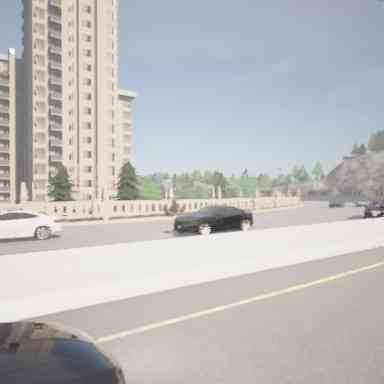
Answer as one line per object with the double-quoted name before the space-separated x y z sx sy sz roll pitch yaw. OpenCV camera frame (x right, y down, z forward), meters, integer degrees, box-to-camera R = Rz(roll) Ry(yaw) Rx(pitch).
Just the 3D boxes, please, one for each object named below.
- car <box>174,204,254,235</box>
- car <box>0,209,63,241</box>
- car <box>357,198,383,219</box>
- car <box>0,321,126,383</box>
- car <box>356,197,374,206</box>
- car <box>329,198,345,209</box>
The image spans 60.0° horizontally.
"car" 1.280 1.468 18.212 5.008 1.535 1.882 0 0 -40
"car" -8.423 1.523 15.247 4.674 1.442 1.812 0 0 -36
"car" 15.698 1.492 27.601 2.128 1.511 4.902 0 0 39
"car" -2.738 1.506 1.795 4.892 1.490 1.837 0 0 -36
"car" 25.940 1.680 50.292 1.895 1.301 4.718 0 0 25
"car" 20.924 1.616 47.843 2.033 1.411 5.357 0 0 28
